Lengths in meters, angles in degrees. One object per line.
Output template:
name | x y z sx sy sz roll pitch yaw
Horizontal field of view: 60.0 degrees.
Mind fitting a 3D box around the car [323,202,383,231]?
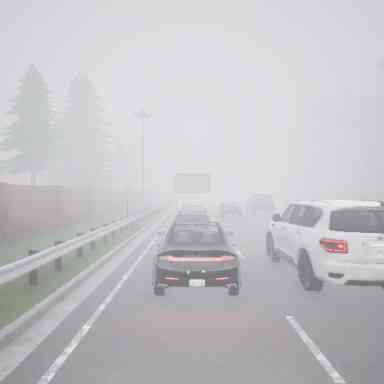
car | 10.585 1.492 21.659 2.128 1.511 4.902 0 0 0

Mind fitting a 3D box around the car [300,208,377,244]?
car | 7.088 1.564 16.591 1.994 1.385 4.181 0 0 0

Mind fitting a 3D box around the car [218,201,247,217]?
car | 3.575 1.547 31.581 2.033 1.411 5.357 0 0 0

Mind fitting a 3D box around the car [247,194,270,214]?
car | 7.076 1.218 34.892 2.150 2.045 5.566 0 0 0

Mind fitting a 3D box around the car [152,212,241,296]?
car | 0.094 1.491 8.662 2.128 1.511 4.902 0 0 0

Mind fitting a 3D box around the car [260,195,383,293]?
car | 3.594 1.221 9.024 2.150 2.045 5.566 0 0 0

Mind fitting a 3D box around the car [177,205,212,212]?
car | 0.116 1.474 19.081 1.882 1.535 5.008 0 0 4

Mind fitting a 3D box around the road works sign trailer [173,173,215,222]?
road works sign trailer | 0.057 0.464 23.001 2.380 3.560 2.880 0 0 -2
